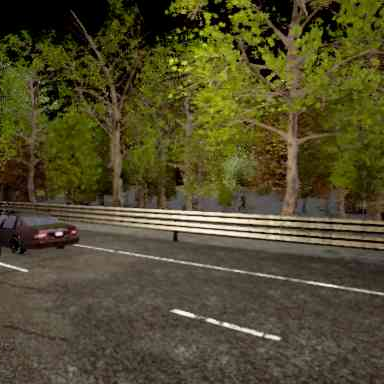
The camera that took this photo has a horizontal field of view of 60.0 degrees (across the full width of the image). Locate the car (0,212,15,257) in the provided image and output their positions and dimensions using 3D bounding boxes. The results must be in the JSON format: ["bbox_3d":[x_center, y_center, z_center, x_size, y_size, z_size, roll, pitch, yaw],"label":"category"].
[{"bbox_3d":[-7.564,1.169,9.391,5.566,2.045,2.150,1,0,36],"label":"car"}]

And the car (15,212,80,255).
[{"bbox_3d":[-6.679,1.483,13.061,5.357,1.411,2.033,1,0,36],"label":"car"}]
